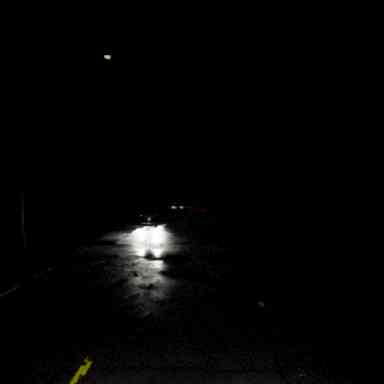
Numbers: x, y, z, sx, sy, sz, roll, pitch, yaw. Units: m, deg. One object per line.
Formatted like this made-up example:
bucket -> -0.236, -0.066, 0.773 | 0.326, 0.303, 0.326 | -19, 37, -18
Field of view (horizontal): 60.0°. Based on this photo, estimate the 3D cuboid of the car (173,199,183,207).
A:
car -> -2.759, 2.120, 66.219 | 1.882, 1.535, 5.008 | 0, -1, 0

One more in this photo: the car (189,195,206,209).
car -> 0.961, 1.566, 51.848 | 2.150, 2.045, 5.566 | 0, -1, 0

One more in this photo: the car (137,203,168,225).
car -> -2.849, 1.566, 24.540 | 2.128, 1.511, 4.902 | 0, 0, 0

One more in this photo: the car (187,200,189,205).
car -> -0.001, 2.110, 69.999 | 1.812, 1.442, 4.674 | 0, -2, 0

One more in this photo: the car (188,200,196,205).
car -> -0.002, 2.934, 91.684 | 1.895, 1.301, 4.718 | 0, -2, 0
